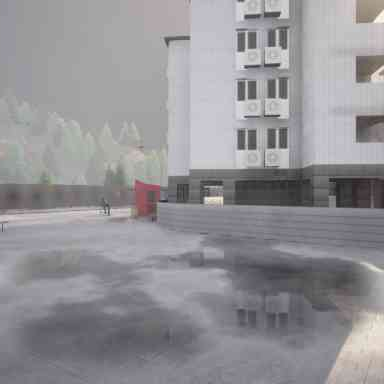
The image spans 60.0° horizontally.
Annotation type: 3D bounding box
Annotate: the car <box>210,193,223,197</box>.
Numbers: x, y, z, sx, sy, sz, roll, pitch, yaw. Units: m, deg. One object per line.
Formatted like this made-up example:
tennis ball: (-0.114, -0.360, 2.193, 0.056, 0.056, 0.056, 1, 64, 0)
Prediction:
car: (4.543, 1.219, 54.293, 2.150, 2.045, 5.566, 0, 0, 36)

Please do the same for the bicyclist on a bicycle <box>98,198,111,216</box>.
bicyclist on a bicycle: (-7.837, 1.349, 29.750, 1.656, 1.620, 0.582, 0, 0, 36)
